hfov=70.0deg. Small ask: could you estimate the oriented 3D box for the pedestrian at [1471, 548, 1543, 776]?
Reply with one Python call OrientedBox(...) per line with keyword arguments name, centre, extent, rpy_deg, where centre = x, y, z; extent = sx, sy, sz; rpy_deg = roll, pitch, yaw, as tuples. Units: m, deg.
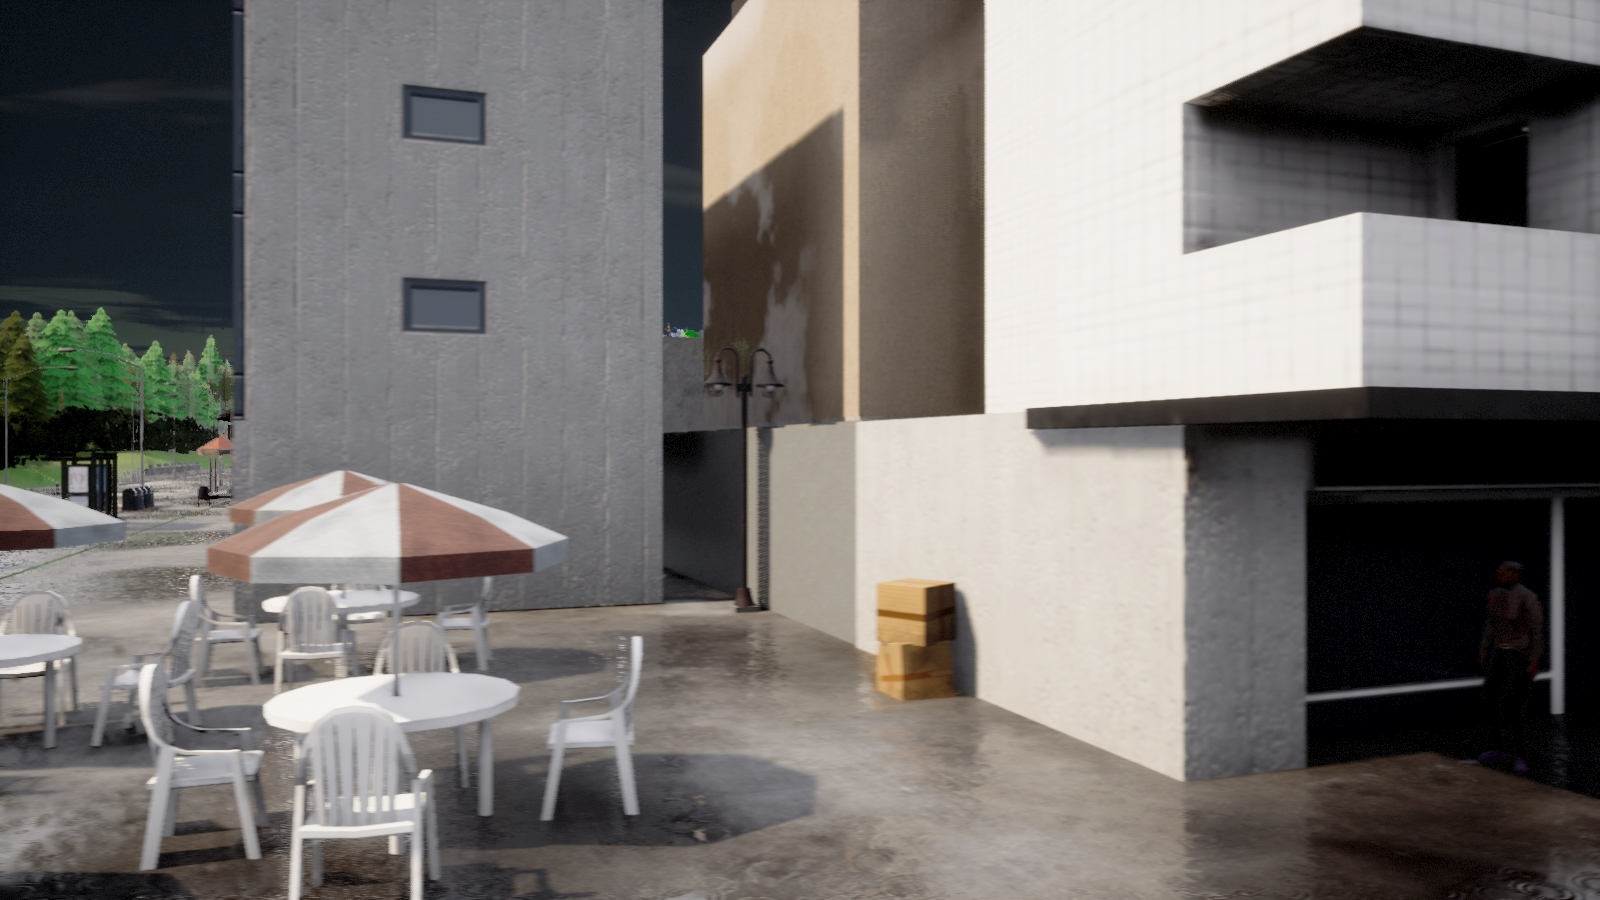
OrientedBox(name="pedestrian", centre=(6.051, 1.793, 9.780), extent=(0.375, 1.860, 0.375), rpy_deg=(0, 0, -22))
